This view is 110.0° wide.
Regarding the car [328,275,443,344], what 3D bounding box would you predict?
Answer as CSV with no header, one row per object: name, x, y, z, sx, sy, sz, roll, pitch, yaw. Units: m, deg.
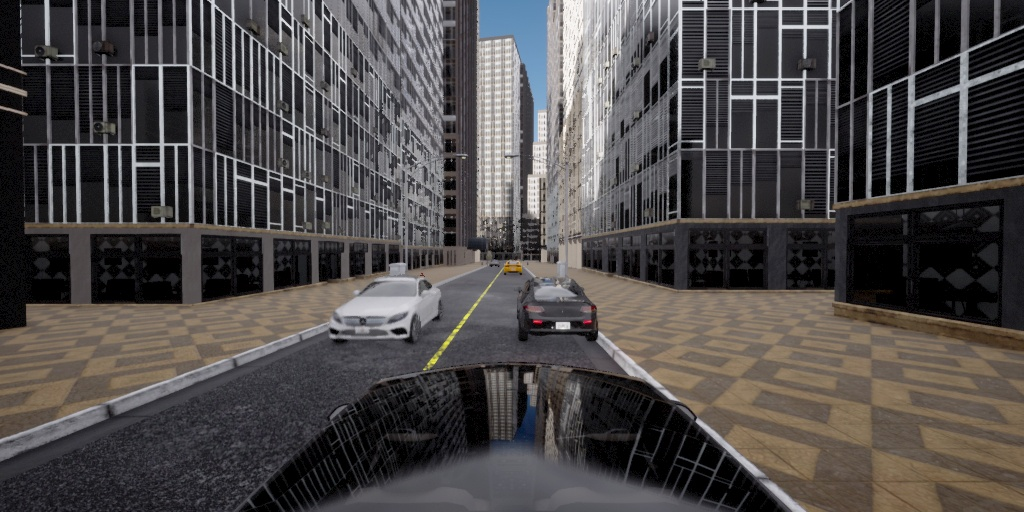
car,-3.093,1.274,9.738,1.812,1.442,4.674,0,0,0

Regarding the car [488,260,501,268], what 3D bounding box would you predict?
car,-2.940,1.327,61.310,2.033,1.411,5.357,0,0,0

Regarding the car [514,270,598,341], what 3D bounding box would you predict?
car,1.057,1.276,9.724,1.812,1.442,4.674,0,0,0

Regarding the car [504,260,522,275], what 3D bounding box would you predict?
car,0.117,1.237,39.378,1.882,1.535,5.008,0,0,0
